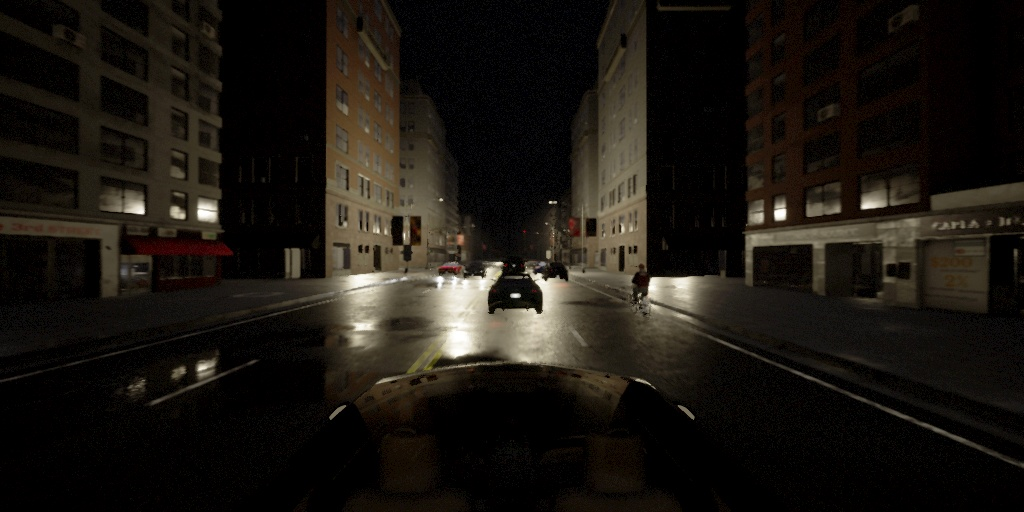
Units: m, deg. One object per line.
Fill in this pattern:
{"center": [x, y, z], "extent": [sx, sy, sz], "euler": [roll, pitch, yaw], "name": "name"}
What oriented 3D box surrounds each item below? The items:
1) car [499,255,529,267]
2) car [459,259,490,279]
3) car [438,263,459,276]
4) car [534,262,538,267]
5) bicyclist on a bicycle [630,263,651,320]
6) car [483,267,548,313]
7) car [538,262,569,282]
{"center": [0.161, 0.973, 34.284], "extent": [2.150, 2.045, 5.566], "euler": [0, 0, 0], "name": "car"}
{"center": [-3.278, 1.275, 32.303], "extent": [1.812, 1.442, 4.674], "euler": [0, 0, 0], "name": "car"}
{"center": [-6.489, 1.351, 37.981], "extent": [1.895, 1.301, 4.718], "euler": [0, 0, 1], "name": "car"}
{"center": [3.320, 1.320, 38.913], "extent": [1.994, 1.385, 4.181], "euler": [0, 0, 0], "name": "car"}
{"center": [4.160, 1.122, 11.722], "extent": [0.659, 1.776, 1.843], "euler": [0, 0, 0], "name": "bicyclist on a bicycle"}
{"center": [0.122, 1.314, 14.121], "extent": [1.994, 1.385, 4.181], "euler": [0, 0, 0], "name": "car"}
{"center": [3.397, 1.258, 28.959], "extent": [1.837, 1.490, 4.892], "euler": [0, 0, 0], "name": "car"}
